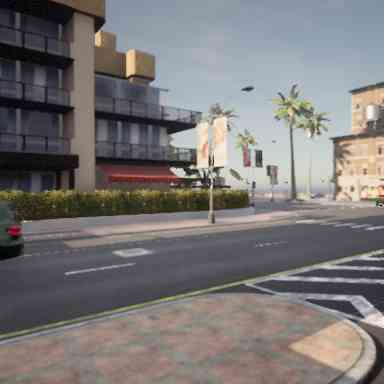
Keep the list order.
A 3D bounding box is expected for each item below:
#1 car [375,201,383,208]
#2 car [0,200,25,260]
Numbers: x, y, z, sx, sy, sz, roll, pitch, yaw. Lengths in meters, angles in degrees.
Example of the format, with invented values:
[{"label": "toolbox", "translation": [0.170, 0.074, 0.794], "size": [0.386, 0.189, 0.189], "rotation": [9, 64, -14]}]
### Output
[{"label": "car", "translation": [23.674, 1.288, 38.090], "size": [1.895, 1.301, 4.718], "rotation": [0, 0, -32]}, {"label": "car", "translation": [-7.363, 1.233, 8.476], "size": [5.566, 2.045, 2.150], "rotation": [0, 0, -35]}]
